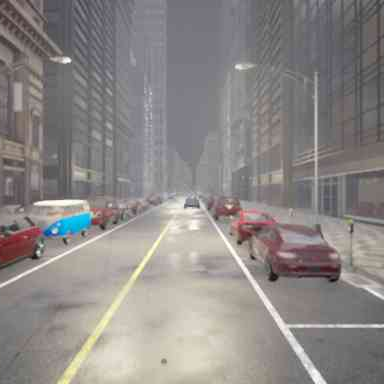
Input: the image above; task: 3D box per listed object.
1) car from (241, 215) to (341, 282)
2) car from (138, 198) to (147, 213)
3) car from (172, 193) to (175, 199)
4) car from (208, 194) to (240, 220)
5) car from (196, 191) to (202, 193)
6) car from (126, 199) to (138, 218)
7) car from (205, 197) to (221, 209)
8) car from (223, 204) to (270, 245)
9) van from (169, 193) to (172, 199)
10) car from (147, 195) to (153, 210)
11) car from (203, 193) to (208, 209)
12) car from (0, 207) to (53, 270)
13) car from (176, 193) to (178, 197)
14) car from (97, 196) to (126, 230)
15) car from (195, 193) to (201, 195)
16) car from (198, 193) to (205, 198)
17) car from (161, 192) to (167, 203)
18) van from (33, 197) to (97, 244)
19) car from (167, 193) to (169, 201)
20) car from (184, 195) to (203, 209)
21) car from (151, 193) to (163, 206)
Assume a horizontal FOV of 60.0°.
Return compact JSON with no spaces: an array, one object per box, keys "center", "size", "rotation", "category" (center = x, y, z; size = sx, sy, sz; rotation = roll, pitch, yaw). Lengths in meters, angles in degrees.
[{"center":[2.677,1.538,9.337],"size":[1.802,1.307,4.206],"rotation":[1,0,0],"category":"car"},{"center":[-5.843,1.390,31.840],"size":[1.887,1.381,4.507],"rotation":[1,0,0],"category":"car"},{"center":[-5.833,1.146,82.461],"size":[1.947,1.339,4.313],"rotation":[1,0,0],"category":"car"},{"center":[2.684,1.189,26.209],"size":[2.192,1.841,5.009],"rotation":[1,0,0],"category":"car"},{"center":[2.694,1.096,88.078],"size":[1.887,1.381,4.507],"rotation":[1,0,0],"category":"car"},{"center":[-5.845,1.425,26.216],"size":[2.008,1.369,4.403],"rotation":[1,0,0],"category":"car"},{"center":[2.685,1.368,43.083],"size":[1.802,1.307,4.206],"rotation":[1,0,0],"category":"car"},{"center":[2.679,1.474,14.961],"size":[1.887,1.381,4.507],"rotation":[1,0,0],"category":"car"},{"center":[-5.832,0.980,71.212],"size":[1.690,1.788,3.998],"rotation":[1,0,0],"category":"van"},{"center":[-5.842,1.343,37.295],"size":[1.752,1.417,4.829],"rotation":[1,0,0],"category":"car"},{"center":[2.686,1.131,37.458],"size":[2.192,1.841,5.009],"rotation":[1,0,0],"category":"car"},{"center":[-5.847,1.396,9.341],"size":[1.967,1.590,4.097],"rotation":[1,0,0],"category":"car"},{"center":[-5.830,1.073,93.711],"size":[2.008,1.369,4.403],"rotation":[1,0,0],"category":"car"},{"center":[-5.844,1.217,20.590],"size":[2.192,1.841,5.009],"rotation":[1,0,0],"category":"car"},{"center":[0.017,1.306,51.590],"size":[1.994,1.385,4.181],"rotation":[0,0,0],"category":"car"},{"center":[2.697,0.963,93.701],"size":[1.967,1.590,4.097],"rotation":[1,0,0],"category":"car"},{"center":[-5.835,1.042,54.337],"size":[2.192,1.841,5.009],"rotation":[1,0,0],"category":"car"},{"center":[-5.845,1.270,14.965],"size":[1.690,1.788,3.998],"rotation":[1,0,0],"category":"van"},{"center":[-5.837,1.248,59.963],"size":[2.008,1.369,4.403],"rotation":[1,0,0],"category":"car"},{"center":[0.010,1.361,41.215],"size":[1.994,1.385,4.181],"rotation":[0,0,0],"category":"car"},{"center":[-5.840,1.302,48.714],"size":[1.887,1.381,4.507],"rotation":[1,0,0],"category":"car"}]
